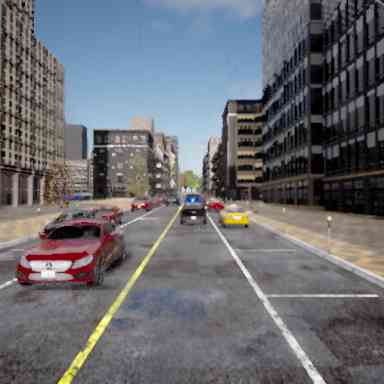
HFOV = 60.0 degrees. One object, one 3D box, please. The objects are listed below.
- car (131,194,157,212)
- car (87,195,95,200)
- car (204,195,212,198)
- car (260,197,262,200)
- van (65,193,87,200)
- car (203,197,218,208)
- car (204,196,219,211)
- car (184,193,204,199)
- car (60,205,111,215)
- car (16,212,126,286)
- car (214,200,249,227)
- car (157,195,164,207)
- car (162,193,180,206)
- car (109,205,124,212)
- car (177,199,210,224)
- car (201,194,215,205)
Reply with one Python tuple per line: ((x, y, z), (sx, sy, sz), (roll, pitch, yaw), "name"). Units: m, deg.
((-5.671, 1.270, 38.247), (2.192, 1.841, 5.009), (1, 0, 0), "car")
((-26.260, 1.477, 82.684), (4.313, 1.339, 1.947), (0, -1, 0), "car")
((2.706, 1.474, 43.888), (1.752, 1.417, 4.829), (1, 0, 0), "car")
((17.285, 1.484, 74.393), (4.206, 1.307, 1.802), (0, -1, 0), "car")
((-26.241, 1.106, 74.309), (3.998, 1.788, 1.690), (0, -1, 0), "van")
((2.705, 1.508, 49.157), (1.947, 1.339, 4.313), (1, 0, 0), "car")
((2.705, 1.499, 38.278), (1.887, 1.381, 4.507), (1, 0, 0), "car")
((0.101, 1.169, 43.451), (2.150, 2.045, 5.566), (0, 0, 0), "car")
((-5.677, 1.546, 16.464), (1.947, 1.339, 4.313), (1, 0, 0), "car")
((-3.099, 1.514, 9.505), (1.812, 1.442, 4.674), (0, 0, 0), "car")
((2.705, 1.498, 22.129), (1.752, 1.417, 4.829), (1, 0, 0), "car")
((-5.675, 1.487, 49.139), (1.887, 1.381, 4.507), (1, 0, 0), "car")
((-3.043, 1.151, 52.930), (2.150, 2.045, 5.566), (0, 0, 1), "car")
((-5.676, 1.518, 21.910), (1.887, 1.381, 4.507), (1, 0, 0), "car")
((0.101, 1.474, 24.513), (1.837, 1.490, 4.892), (0, 0, 0), "car")
((2.783, 1.246, 60.032), (2.192, 1.841, 5.009), (1, 0, 0), "car")
